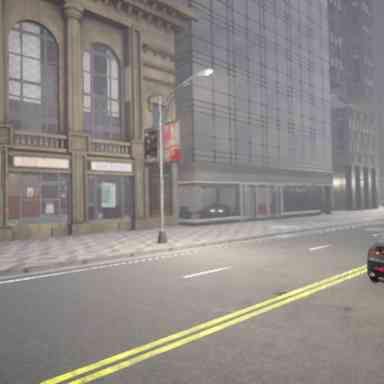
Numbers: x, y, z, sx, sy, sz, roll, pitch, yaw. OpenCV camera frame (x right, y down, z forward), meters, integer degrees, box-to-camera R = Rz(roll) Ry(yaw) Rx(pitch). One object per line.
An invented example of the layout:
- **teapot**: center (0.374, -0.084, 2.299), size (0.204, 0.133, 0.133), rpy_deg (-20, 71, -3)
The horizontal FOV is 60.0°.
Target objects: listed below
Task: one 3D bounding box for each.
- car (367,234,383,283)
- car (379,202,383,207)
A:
- **car**: center (6.506, 1.644, 9.182), size (4.892, 1.490, 1.837), rpy_deg (1, -2, -42)
- **car**: center (43.773, 2.556, 73.897), size (1.947, 1.339, 4.313), rpy_deg (1, -2, -42)
